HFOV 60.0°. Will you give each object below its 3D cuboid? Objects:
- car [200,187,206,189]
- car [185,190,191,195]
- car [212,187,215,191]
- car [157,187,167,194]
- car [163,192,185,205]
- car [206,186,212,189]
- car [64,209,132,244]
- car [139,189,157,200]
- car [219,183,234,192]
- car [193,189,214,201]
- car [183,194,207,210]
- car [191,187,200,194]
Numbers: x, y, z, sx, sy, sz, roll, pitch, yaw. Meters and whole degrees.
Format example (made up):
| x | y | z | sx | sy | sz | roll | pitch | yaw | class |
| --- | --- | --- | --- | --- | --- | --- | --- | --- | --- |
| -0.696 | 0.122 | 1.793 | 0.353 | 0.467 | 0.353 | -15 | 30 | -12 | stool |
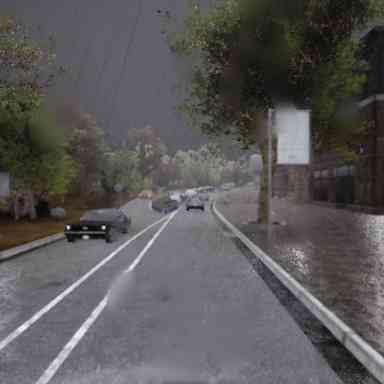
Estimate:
| x | y | z | sx | sy | sz | roll | pitch | yaw | class |
| --- | --- | --- | --- | --- | --- | --- | --- | --- | --- |
| 0.990 | -0.083 | 70.753 | 2.097 | 1.535 | 5.008 | 0 | 4 | 14 | car |
| -2.073 | 0.776 | 54.294 | 2.097 | 1.535 | 5.008 | 1 | 4 | 9 | car |
| 4.207 | -0.749 | 82.330 | 2.097 | 1.535 | 5.008 | 0 | 3 | 18 | car |
| -6.610 | -0.272 | 71.907 | 2.128 | 1.511 | 4.902 | 0 | 3 | 8 | car |
| -2.586 | 1.153 | 48.183 | 2.002 | 1.452 | 4.674 | -2 | 3 | 4 | car |
| 2.385 | -0.405 | 76.280 | 2.231 | 1.521 | 4.892 | 0 | 3 | 16 | car |
| -4.191 | 1.494 | 15.486 | 1.895 | 1.301 | 4.718 | 0 | 0 | 2 | car |
| -7.689 | 0.353 | 56.150 | 2.097 | 1.767 | 4.553 | 0 | 3 | 0 | car |
| 8.249 | -0.791 | 83.167 | 2.033 | 1.411 | 5.357 | 0 | 3 | 20 | car |
| 1.983 | 0.720 | 56.166 | 2.033 | 1.411 | 5.357 | 0 | 3 | 8 | car |
| 0.417 | 1.304 | 37.905 | 1.994 | 1.385 | 4.181 | 0 | 0 | 2 | car |
| -0.337 | 0.285 | 64.673 | 2.002 | 1.452 | 4.674 | -1 | 3 | 12 | car |
